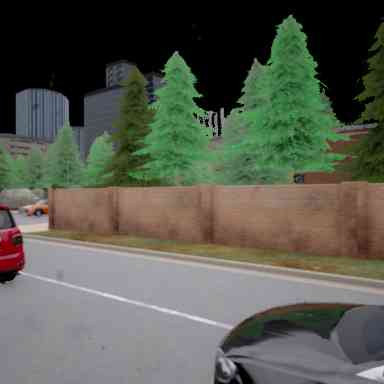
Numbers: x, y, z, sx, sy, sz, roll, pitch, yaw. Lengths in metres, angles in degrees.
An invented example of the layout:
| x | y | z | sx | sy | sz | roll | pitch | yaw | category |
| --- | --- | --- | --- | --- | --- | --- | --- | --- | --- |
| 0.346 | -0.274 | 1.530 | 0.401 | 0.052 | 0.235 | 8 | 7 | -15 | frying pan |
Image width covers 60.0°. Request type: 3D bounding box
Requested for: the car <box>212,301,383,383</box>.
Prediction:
| x | y | z | sx | sy | sz | roll | pitch | yaw | category |
| --- | --- | --- | --- | --- | --- | --- | --- | --- | --- |
| 2.415 | 1.487 | 2.270 | 4.902 | 1.511 | 2.128 | 0 | 0 | 35 | car |

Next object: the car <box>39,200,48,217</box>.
| x | y | z | sx | sy | sz | roll | pitch | yaw | category |
| --- | --- | --- | --- | --- | --- | --- | --- | --- | --- |
| -15.024 | 1.567 | 34.351 | 2.097 | 1.767 | 4.553 | 0 | 0 | 35 | car |

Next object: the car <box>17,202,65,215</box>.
| x | y | z | sx | sy | sz | roll | pitch | yaw | category |
| --- | --- | --- | --- | --- | --- | --- | --- | --- | --- |
| -16.983 | 1.839 | 37.640 | 1.895 | 1.301 | 4.718 | 0 | 0 | 35 | car |

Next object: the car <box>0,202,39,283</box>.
| x | y | z | sx | sy | sz | roll | pitch | yaw | category |
| --- | --- | --- | --- | --- | --- | --- | --- | --- | --- |
| -6.568 | 1.292 | 8.646 | 5.566 | 2.045 | 2.150 | 0 | 0 | 36 | car |
